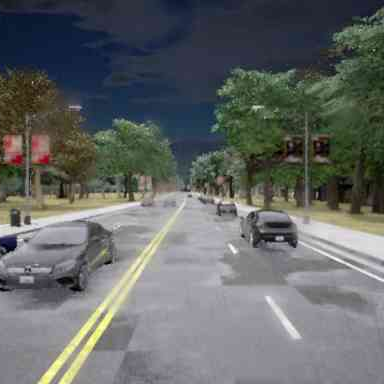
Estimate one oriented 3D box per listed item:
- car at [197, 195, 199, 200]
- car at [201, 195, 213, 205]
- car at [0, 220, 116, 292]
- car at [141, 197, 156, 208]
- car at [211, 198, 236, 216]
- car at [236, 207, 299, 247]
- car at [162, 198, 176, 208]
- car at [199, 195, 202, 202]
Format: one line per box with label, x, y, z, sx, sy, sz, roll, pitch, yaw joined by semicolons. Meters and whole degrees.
car;3.058;1.691;83.268;2.163;1.488;4.792;0;0;0
car;3.201;1.623;61.216;1.882;1.535;5.008;0;0;0
car;-3.351;1.539;9.082;1.812;1.442;4.674;0;0;0
car;-6.590;1.617;50.395;1.837;1.490;4.892;0;0;0
car;3.348;1.560;33.197;2.128;1.511;4.902;0;0;0
car;3.348;1.531;15.102;1.837;1.490;4.892;0;0;0
car;-3.338;1.661;50.248;2.033;1.411;5.357;0;0;0
car;3.141;1.675;72.257;2.163;1.488;4.792;0;0;0
